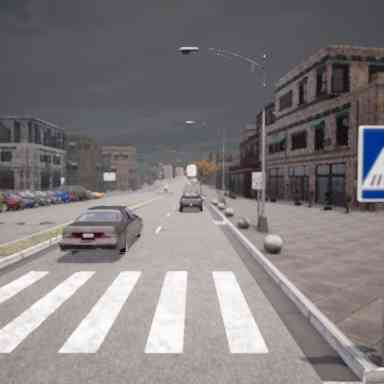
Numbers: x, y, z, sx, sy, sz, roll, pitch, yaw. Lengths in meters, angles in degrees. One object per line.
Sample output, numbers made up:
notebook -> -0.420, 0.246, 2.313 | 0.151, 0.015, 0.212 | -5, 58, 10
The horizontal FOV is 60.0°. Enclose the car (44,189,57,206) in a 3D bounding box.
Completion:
car -> -16.309, 0.655, 32.281 | 4.892, 1.521, 2.231 | 0, 1, -1

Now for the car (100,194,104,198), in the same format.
car -> -16.372, 0.364, 51.573 | 5.366, 1.575, 1.946 | 0, 1, -1

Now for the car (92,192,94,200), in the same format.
car -> -16.453, 0.305, 46.057 | 4.553, 1.767, 2.185 | 0, 1, -1

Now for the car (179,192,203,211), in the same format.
car -> -0.098, 0.725, 28.327 | 2.128, 1.511, 4.902 | 0, 1, -1

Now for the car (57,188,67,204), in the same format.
car -> -16.345, 0.603, 35.037 | 4.892, 1.521, 2.231 | 0, 1, -1

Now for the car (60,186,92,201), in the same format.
car -> -16.477, 0.217, 43.299 | 5.566, 2.045, 2.435 | 0, 1, -1

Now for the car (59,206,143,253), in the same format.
car -> -2.987, 1.211, 11.973 | 2.033, 1.411, 5.357 | 0, 2, -1

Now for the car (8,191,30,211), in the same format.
car -> -16.235, 0.768, 26.771 | 5.008, 1.535, 2.097 | 0, 1, -1

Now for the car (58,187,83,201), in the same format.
car -> -16.417, 0.509, 40.548 | 5.008, 1.535, 2.097 | 0, 1, -1

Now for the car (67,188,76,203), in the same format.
car -> -16.371, 0.554, 37.793 | 5.008, 1.535, 2.097 | 0, 1, -1

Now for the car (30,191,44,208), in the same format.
car -> -16.236, 0.738, 29.527 | 4.792, 1.488, 2.163 | 0, 1, -1

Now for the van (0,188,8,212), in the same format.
van -> -16.310, 0.601, 24.131 | 4.442, 1.987, 1.878 | 0, 1, -1

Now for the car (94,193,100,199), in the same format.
car -> -16.524, 0.438, 48.814 | 4.674, 1.452, 2.002 | 0, 1, -1
